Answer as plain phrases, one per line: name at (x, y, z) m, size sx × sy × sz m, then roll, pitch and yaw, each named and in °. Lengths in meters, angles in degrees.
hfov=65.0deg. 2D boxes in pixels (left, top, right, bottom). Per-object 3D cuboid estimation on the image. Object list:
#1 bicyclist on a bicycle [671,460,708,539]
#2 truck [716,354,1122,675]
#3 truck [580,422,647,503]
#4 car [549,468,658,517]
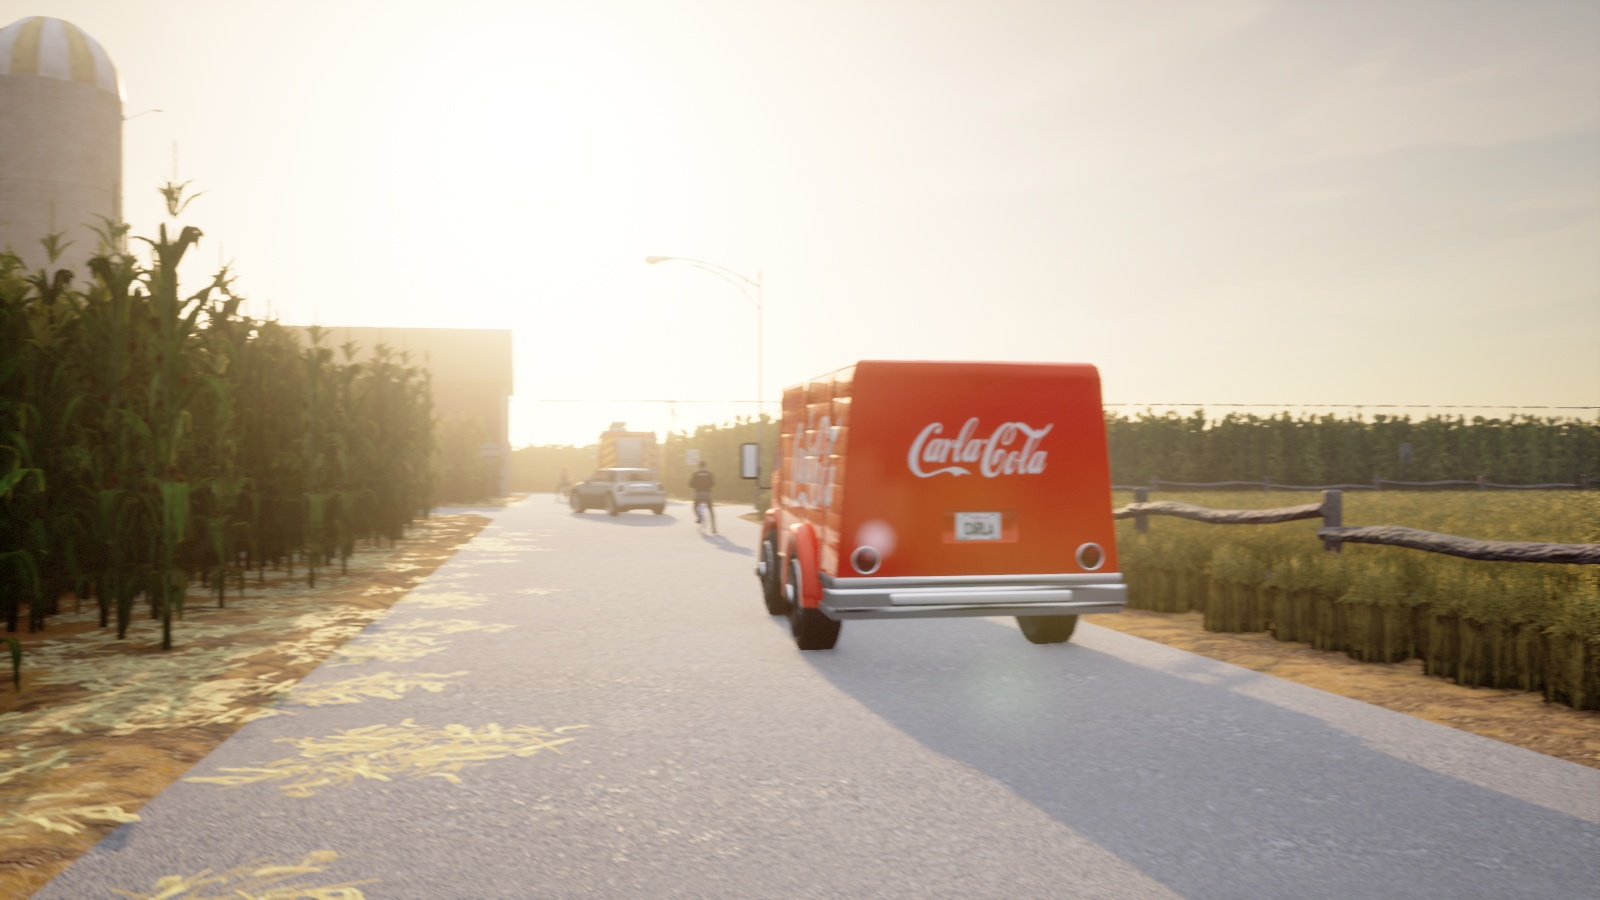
bicyclist on a bicycle at (-2.612, 1.138, 29.464) m, size 0.659 × 1.776 × 1.843 m, roll 0°, pitch 0°, yaw -11°
truck at (0.806, 0.527, 12.467) m, size 2.627 × 2.467 × 5.204 m, roll 0°, pitch -1°, yaw -11°
truck at (-9.639, 0.724, 64.247) m, size 2.891 × 3.827 × 8.468 m, roll 0°, pitch -2°, yaw -11°
car at (-6.351, 1.333, 40.267) m, size 1.970 × 1.475 × 3.806 m, roll 0°, pitch -1°, yaw -35°
